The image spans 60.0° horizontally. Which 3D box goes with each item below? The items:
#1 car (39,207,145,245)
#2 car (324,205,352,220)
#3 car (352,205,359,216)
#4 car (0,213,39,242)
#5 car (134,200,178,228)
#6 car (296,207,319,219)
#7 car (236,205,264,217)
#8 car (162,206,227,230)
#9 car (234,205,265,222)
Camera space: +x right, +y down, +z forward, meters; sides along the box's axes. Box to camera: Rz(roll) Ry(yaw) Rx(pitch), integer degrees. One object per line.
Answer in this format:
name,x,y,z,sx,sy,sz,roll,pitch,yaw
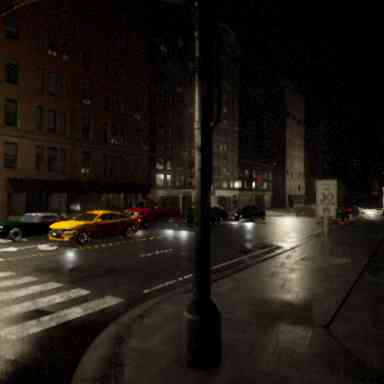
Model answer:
car,-4.941,1.714,17.284,1.882,1.535,5.008,0,-1,33
car,16.853,2.292,38.773,2.097,1.767,4.553,0,-1,33
car,23.039,2.695,48.413,1.837,1.490,4.892,0,-1,33
car,-8.408,1.791,17.906,1.895,1.301,4.718,0,-1,33
car,-3.109,1.631,26.109,2.150,2.045,5.566,0,-1,33
car,14.102,2.487,40.504,1.994,1.385,4.181,0,-1,33
car,7.515,2.411,42.495,1.994,1.385,4.181,0,-1,34
car,0.383,2.005,25.529,2.033,1.411,5.357,0,-1,33
car,6.048,2.197,34.286,1.837,1.490,4.892,0,-1,33
